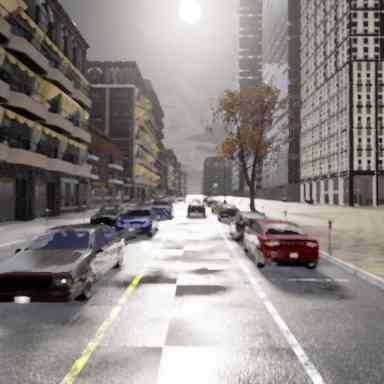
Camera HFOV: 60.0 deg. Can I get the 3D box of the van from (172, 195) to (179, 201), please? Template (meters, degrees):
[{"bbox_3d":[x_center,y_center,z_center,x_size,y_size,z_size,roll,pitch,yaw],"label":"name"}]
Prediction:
[{"bbox_3d":[-4.658,1.696,94.911,1.690,1.788,3.998,1,0,1],"label":"van"}]

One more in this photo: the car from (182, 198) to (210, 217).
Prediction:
[{"bbox_3d":[0.444,1.621,33.428,2.128,1.511,4.902,0,0,1],"label":"car"}]

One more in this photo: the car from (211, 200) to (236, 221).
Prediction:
[{"bbox_3d":[2.986,1.672,27.986,2.008,1.369,4.403,1,0,1],"label":"car"}]

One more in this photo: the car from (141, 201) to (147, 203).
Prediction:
[{"bbox_3d":[-5.394,1.629,28.079,2.008,1.369,4.403,1,0,1],"label":"car"}]

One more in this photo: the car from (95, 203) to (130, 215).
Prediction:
[{"bbox_3d":[-5.455,1.623,22.510,1.947,1.339,4.313,1,0,1],"label":"car"}]

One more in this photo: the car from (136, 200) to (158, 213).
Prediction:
[{"bbox_3d":[-5.272,1.688,39.218,1.947,1.339,4.313,1,0,1],"label":"car"}]

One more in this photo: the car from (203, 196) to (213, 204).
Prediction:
[{"bbox_3d":[3.476,1.742,72.540,1.967,1.590,4.097,1,0,1],"label":"car"}]

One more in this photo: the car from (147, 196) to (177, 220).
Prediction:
[{"bbox_3d":[-2.737,1.452,29.606,2.097,1.767,4.553,0,0,1],"label":"car"}]

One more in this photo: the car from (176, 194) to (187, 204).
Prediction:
[{"bbox_3d":[-2.275,1.508,68.234,2.150,2.045,5.566,0,0,1],"label":"car"}]

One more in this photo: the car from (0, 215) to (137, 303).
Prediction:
[{"bbox_3d":[-3.021,1.565,8.641,2.033,1.411,5.357,0,0,1],"label":"car"}]

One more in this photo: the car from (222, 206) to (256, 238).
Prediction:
[{"bbox_3d":[2.864,1.629,16.847,2.008,1.369,4.403,1,0,1],"label":"car"}]

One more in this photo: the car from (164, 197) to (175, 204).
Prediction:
[{"bbox_3d":[-4.906,1.804,72.633,1.887,1.381,4.507,1,0,1],"label":"car"}]

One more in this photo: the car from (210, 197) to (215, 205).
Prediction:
[{"bbox_3d":[3.110,1.691,39.295,1.752,1.417,4.829,1,0,1],"label":"car"}]

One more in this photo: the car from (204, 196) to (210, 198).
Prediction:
[{"bbox_3d":[3.291,1.784,55.833,2.008,1.369,4.403,1,0,1],"label":"car"}]

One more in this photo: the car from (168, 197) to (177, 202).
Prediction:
[{"bbox_3d":[-4.784,1.873,83.771,1.947,1.339,4.313,1,0,1],"label":"car"}]

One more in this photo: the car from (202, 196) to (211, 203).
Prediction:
[{"bbox_3d":[3.598,1.789,83.679,1.967,1.590,4.097,1,0,1],"label":"car"}]

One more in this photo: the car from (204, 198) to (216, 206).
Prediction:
[{"bbox_3d":[3.352,1.807,61.401,2.008,1.369,4.403,1,0,1],"label":"car"}]

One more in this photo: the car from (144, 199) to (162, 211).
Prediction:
[{"bbox_3d":[-5.212,1.670,44.617,1.752,1.417,4.829,1,0,1],"label":"car"}]

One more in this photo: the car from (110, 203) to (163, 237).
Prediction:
[{"bbox_3d":[-2.912,1.581,18.561,1.812,1.442,4.674,0,0,1],"label":"car"}]

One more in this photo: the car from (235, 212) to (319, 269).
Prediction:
[{"bbox_3d":[2.803,1.602,11.277,1.887,1.381,4.507,1,0,1],"label":"car"}]

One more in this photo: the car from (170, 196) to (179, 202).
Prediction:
[{"bbox_3d":[-4.723,1.882,89.341,2.008,1.369,4.403,1,0,1],"label":"car"}]
